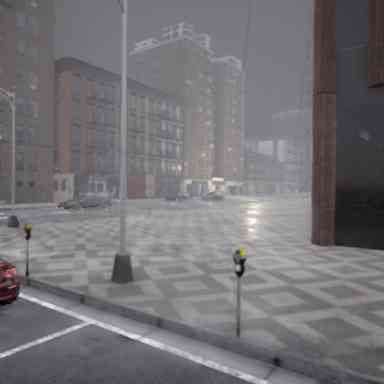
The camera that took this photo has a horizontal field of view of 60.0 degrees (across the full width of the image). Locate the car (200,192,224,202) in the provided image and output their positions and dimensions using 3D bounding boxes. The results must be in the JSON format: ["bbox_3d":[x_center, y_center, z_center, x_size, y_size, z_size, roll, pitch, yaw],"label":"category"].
[{"bbox_3d":[3.160,0.686,50.885,1.812,1.442,4.674,1,1,36],"label":"car"}]

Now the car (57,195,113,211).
[{"bbox_3d":[-10.238,1.020,32.287,2.033,1.411,5.357,1,1,36],"label":"car"}]

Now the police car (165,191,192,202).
[{"bbox_3d":[-1.990,0.604,49.187,1.930,1.638,5.238,1,1,36],"label":"police car"}]

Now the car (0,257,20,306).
[{"bbox_3d":[-4.993,1.523,6.512,4.206,1.307,1.802,1,1,35],"label":"car"}]
